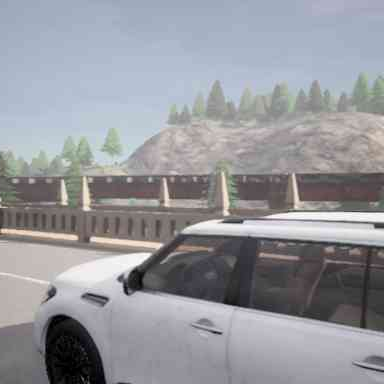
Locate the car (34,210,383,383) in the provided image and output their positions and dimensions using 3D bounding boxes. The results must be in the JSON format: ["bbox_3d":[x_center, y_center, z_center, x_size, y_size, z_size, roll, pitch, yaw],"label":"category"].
[{"bbox_3d":[0.783,1.208,3.268,5.566,2.045,2.150,0,0,35],"label":"car"}]
